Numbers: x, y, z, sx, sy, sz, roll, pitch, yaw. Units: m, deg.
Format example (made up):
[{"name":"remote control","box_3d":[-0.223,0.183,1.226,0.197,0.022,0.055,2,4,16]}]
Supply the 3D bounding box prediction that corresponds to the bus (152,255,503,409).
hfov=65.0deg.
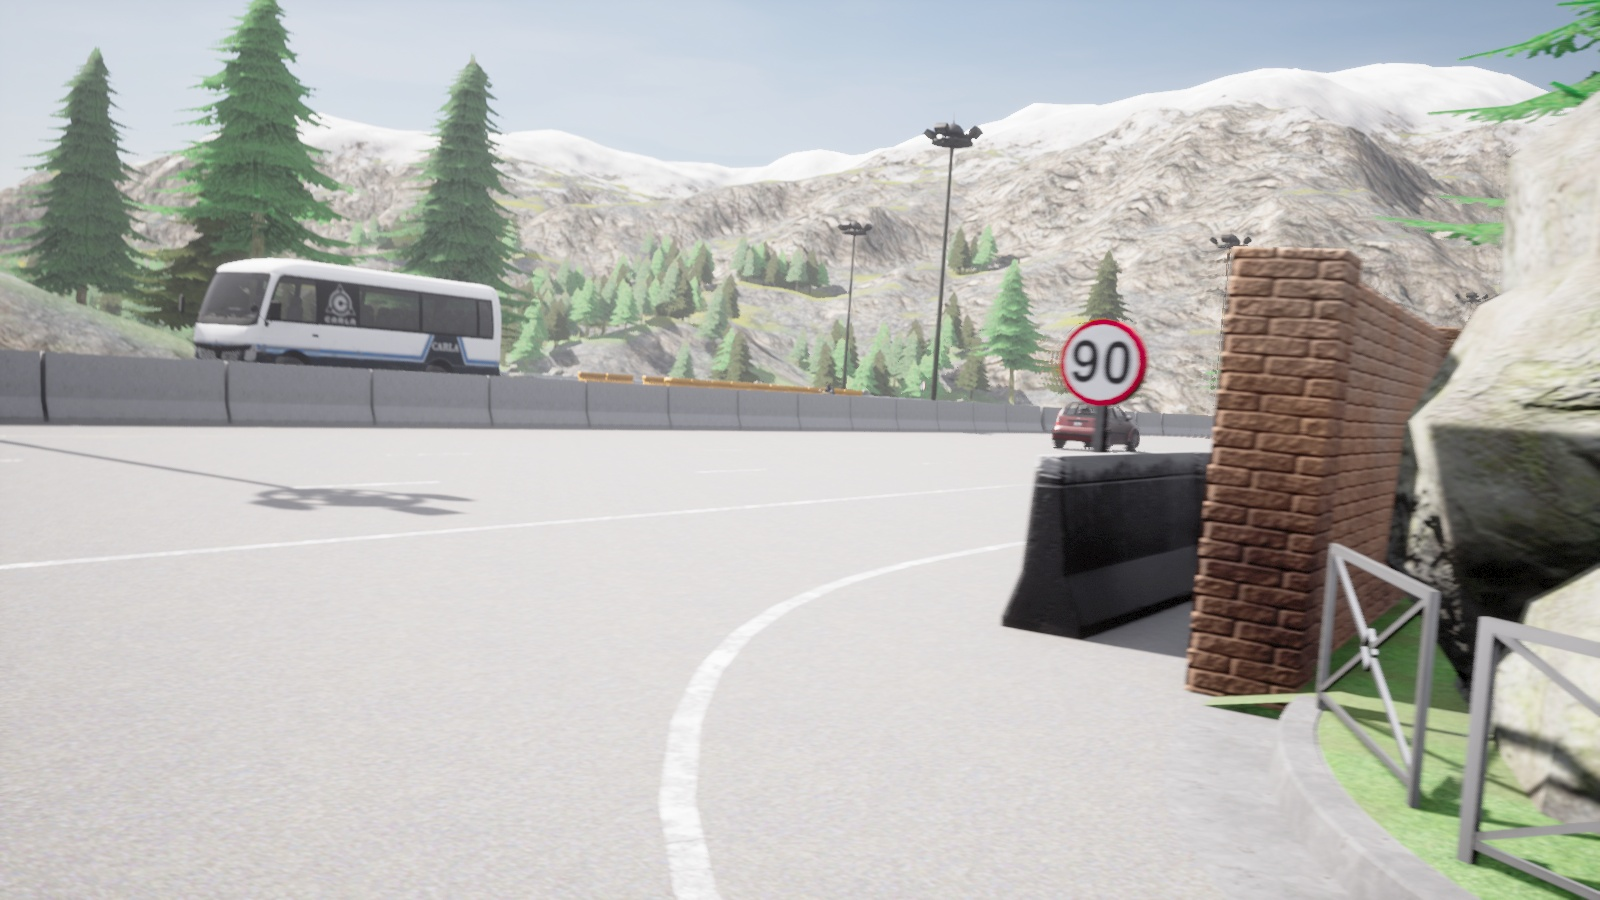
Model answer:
[{"name":"bus","box_3d":[-14.970,-3.625,40.948,3.944,4.253,10.273,5,4,33]}]

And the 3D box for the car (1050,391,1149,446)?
[{"name":"car","box_3d":[9.813,-1.039,40.971,1.851,1.617,3.988,5,4,33]}]
